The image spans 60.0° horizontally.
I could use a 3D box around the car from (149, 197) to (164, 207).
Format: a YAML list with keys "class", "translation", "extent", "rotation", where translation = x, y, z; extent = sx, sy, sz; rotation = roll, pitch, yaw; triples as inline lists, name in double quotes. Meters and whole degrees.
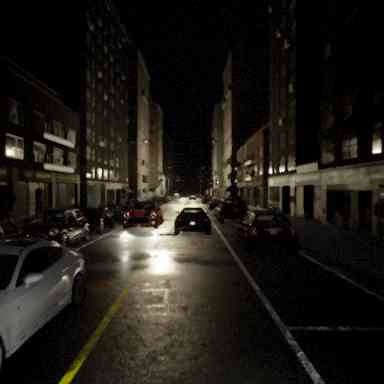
- class: "car"
  translation: [-5.570, 1.572, 52.284]
  extent: [1.947, 1.339, 4.313]
  rotation: [0, 0, 0]

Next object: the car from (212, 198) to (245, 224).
- class: "car"
  translation: [2.895, 1.330, 24.631]
  extent: [2.192, 1.841, 5.009]
  rotation: [0, 0, 0]

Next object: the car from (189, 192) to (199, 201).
- class: "car"
  translation: [0.162, 1.421, 78.841]
  extent: [2.033, 1.411, 5.357]
  rotation: [0, 0, 0]

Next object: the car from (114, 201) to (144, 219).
- class: "car"
  translation: [-5.616, 1.562, 30.161]
  extent: [1.947, 1.339, 4.313]
  rotation: [0, 0, 0]

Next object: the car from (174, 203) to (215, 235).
- class: "car"
  translation: [0.036, 1.570, 19.033]
  extent: [1.994, 1.385, 4.181]
  rotation: [0, 0, 0]

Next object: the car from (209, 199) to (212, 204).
- class: "car"
  translation: [2.909, 1.584, 30.160]
  extent: [1.947, 1.339, 4.313]
  rotation: [0, 0, 0]

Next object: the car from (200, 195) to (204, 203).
- class: "car"
  translation: [2.979, 1.575, 63.336]
  extent: [1.887, 1.381, 4.507]
  rotation: [0, 0, 0]

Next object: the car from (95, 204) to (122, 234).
- class: "car"
  translation: [-5.640, 1.557, 19.099]
  extent: [1.947, 1.339, 4.313]
  rotation: [0, 0, 0]

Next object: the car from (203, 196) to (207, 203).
- class: "car"
  translation: [2.944, 1.550, 46.917]
  extent: [1.752, 1.417, 4.829]
  rotation: [0, 0, 0]

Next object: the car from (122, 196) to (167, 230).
- class: "car"
  translation: [-3.011, 1.350, 21.235]
  extent: [2.097, 1.767, 4.553]
  rotation: [0, 0, 1]

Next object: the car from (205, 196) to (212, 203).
- class: "car"
  translation: [2.932, 1.589, 41.218]
  extent: [1.947, 1.339, 4.313]
  rotation: [0, 0, 0]

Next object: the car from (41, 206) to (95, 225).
- class: "car"
  translation: [-5.652, 1.429, 13.569]
  extent: [1.967, 1.590, 4.097]
  rotation: [0, 0, 0]

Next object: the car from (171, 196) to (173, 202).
- class: "car"
  translation: [-5.535, 1.561, 68.876]
  extent: [2.008, 1.369, 4.403]
  rotation: [0, 0, 0]

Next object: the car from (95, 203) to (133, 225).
- class: "car"
  translation: [-5.628, 1.576, 24.630]
  extent: [1.802, 1.307, 4.206]
  rotation: [0, 0, 0]

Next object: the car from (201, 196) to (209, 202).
- class: "car"
  translation: [3.014, 1.616, 79.923]
  extent: [1.802, 1.307, 4.206]
  rotation: [0, 0, 0]

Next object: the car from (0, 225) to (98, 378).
- class: "car"
  translation: [-3.093, 1.519, 5.170]
  extent: [1.812, 1.442, 4.674]
  rotation: [0, 0, 0]

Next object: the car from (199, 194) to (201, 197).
- class: "car"
  translation: [2.990, 1.582, 68.865]
  extent: [2.008, 1.369, 4.403]
  rotation: [0, 0, 0]

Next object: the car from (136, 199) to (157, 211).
- class: "car"
  translation: [-5.593, 1.552, 41.222]
  extent: [2.008, 1.369, 4.403]
  rotation: [0, 0, 0]

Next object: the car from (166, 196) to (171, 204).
- class: "car"
  translation: [-5.547, 1.554, 63.345]
  extent: [1.887, 1.381, 4.507]
  rotation: [0, 0, 0]

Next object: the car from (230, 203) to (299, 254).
- class: "car"
  translation: [2.873, 1.451, 13.572]
  extent: [1.967, 1.590, 4.097]
  rotation: [0, 0, 0]

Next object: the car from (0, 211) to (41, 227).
- class: "car"
  translation: [-5.664, 1.428, 8.039]
  extent: [1.967, 1.590, 4.097]
  rotation: [0, 0, 0]
